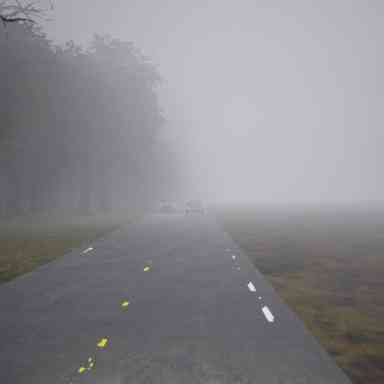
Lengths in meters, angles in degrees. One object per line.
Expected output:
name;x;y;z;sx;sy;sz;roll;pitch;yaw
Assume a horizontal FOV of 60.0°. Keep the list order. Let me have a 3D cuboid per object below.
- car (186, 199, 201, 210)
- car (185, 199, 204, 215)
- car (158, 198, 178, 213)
car;0.262;1.695;45.130;1.994;1.385;4.181;0;0;1
car;0.250;1.636;34.811;2.033;1.411;5.357;0;0;0
car;-2.681;1.452;37.858;2.097;1.767;4.553;0;0;0
